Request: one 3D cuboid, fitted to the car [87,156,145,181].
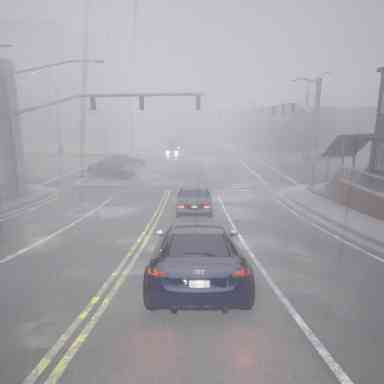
[{"bbox_3d":[-6.969,-1.958,29.403,4.902,1.511,2.128,5,13,23],"label":"car"}]

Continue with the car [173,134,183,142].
[{"bbox_3d":[-3.425,-10.490,68.408,2.128,1.511,4.902,0,12,0],"label":"car"}]

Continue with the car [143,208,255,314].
[{"bbox_3d":[0.111,1.346,7.386,1.994,1.385,4.181,0,3,0],"label":"car"}]

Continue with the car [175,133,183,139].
[{"bbox_3d":[-3.403,-14.792,87.998,1.812,1.442,4.674,0,12,0],"label":"car"}]

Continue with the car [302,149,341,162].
[{"bbox_3d":[16.163,-4.552,41.344,4.674,1.442,1.812,0,12,0],"label":"car"}]

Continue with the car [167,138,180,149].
[{"bbox_3d":[-3.508,-8.294,58.762,1.895,1.301,4.718,0,12,-2],"label":"car"}]

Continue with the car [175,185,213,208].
[{"bbox_3d":[0.112,0.361,17.271,2.033,1.411,5.357,0,8,0],"label":"car"}]

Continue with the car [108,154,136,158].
[{"bbox_3d":[-7.529,-3.321,35.675,4.892,1.490,1.837,-5,15,-18],"label":"car"}]
